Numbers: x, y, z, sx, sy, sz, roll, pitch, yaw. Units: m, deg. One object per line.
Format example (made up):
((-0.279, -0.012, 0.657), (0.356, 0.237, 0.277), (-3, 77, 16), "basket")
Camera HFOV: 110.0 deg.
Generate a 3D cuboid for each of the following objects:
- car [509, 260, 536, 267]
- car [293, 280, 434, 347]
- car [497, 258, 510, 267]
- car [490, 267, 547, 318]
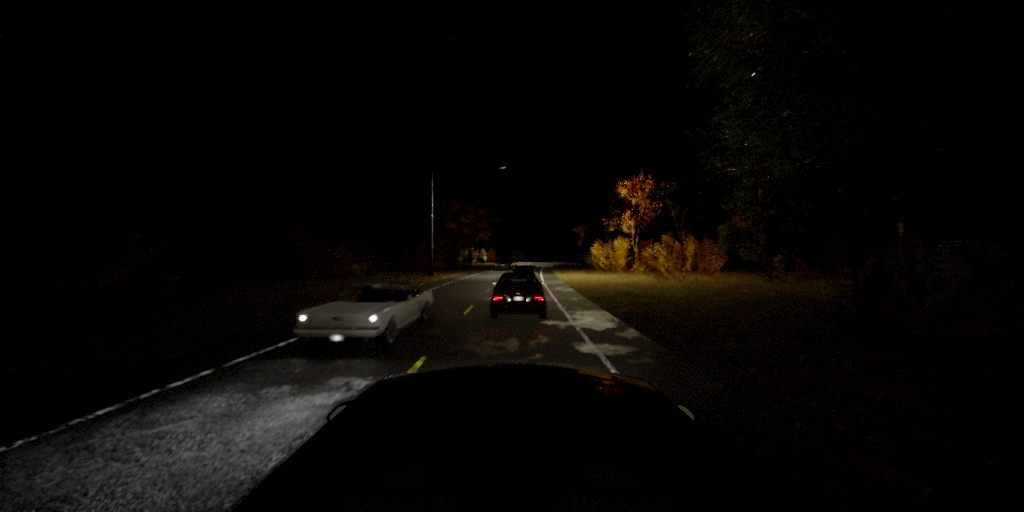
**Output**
((1.128, 1.237, 33.046), (2.128, 1.511, 4.902), (0, 0, 3), "car")
((-3.513, 1.350, 9.452), (1.895, 1.301, 4.718), (0, 0, 1), "car")
((-1.027, 1.040, 51.313), (1.837, 1.490, 4.892), (0, 0, 6), "car")
((0.248, 1.298, 13.017), (2.033, 1.411, 5.357), (0, 0, 1), "car")
